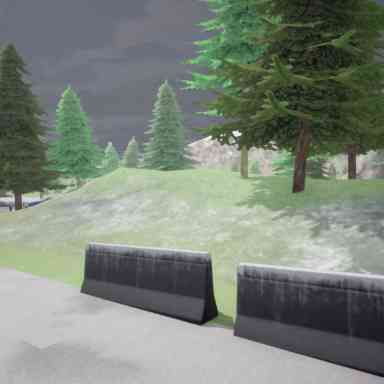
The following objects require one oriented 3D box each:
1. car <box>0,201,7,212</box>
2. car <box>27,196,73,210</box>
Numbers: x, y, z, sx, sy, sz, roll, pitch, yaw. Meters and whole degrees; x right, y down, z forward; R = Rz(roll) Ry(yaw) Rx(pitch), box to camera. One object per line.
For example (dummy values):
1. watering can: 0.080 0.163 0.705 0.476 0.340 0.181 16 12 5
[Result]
1. car: -21.855 1.397 34.364 2.128 1.511 4.902 0 0 42
2. car: -18.452 1.374 42.769 5.008 1.535 1.882 0 0 -42
